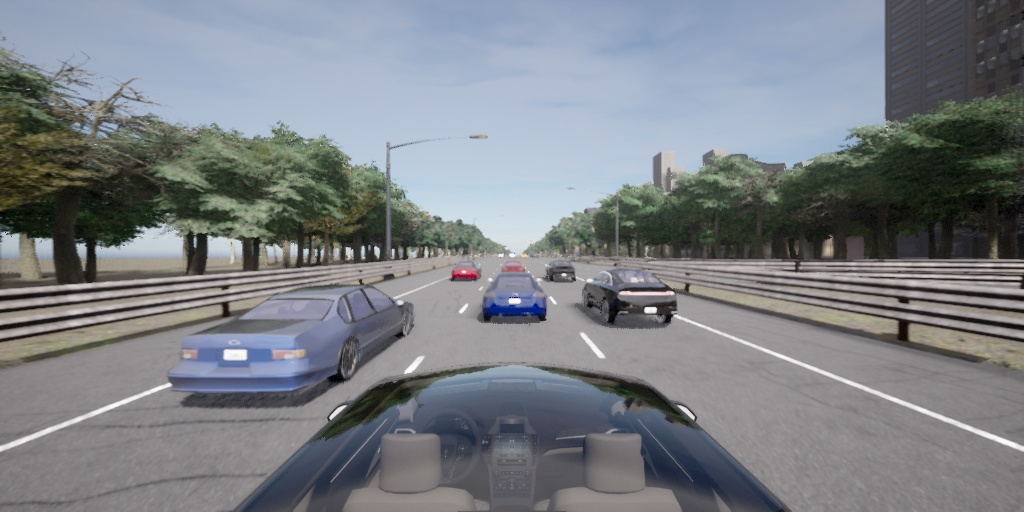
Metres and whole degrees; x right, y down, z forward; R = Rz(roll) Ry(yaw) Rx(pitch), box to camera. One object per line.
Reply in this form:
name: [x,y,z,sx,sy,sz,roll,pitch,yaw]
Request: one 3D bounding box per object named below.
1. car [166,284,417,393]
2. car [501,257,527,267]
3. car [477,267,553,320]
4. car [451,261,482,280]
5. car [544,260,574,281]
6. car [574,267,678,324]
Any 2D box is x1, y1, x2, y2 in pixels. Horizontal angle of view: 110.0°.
car: [-3.437,1.259,6.989,2.033,1.411,5.357,0,0,0]
car: [0.087,1.033,27.937,1.812,1.442,4.674,0,1,0]
car: [0.084,1.234,12.209,1.994,1.385,4.181,0,0,0]
car: [-3.414,1.077,27.498,1.994,1.385,4.181,0,1,0]
car: [3.585,1.024,27.015,1.837,1.490,4.892,0,1,0]
car: [3.583,1.167,11.664,2.128,1.511,4.902,0,0,0]
